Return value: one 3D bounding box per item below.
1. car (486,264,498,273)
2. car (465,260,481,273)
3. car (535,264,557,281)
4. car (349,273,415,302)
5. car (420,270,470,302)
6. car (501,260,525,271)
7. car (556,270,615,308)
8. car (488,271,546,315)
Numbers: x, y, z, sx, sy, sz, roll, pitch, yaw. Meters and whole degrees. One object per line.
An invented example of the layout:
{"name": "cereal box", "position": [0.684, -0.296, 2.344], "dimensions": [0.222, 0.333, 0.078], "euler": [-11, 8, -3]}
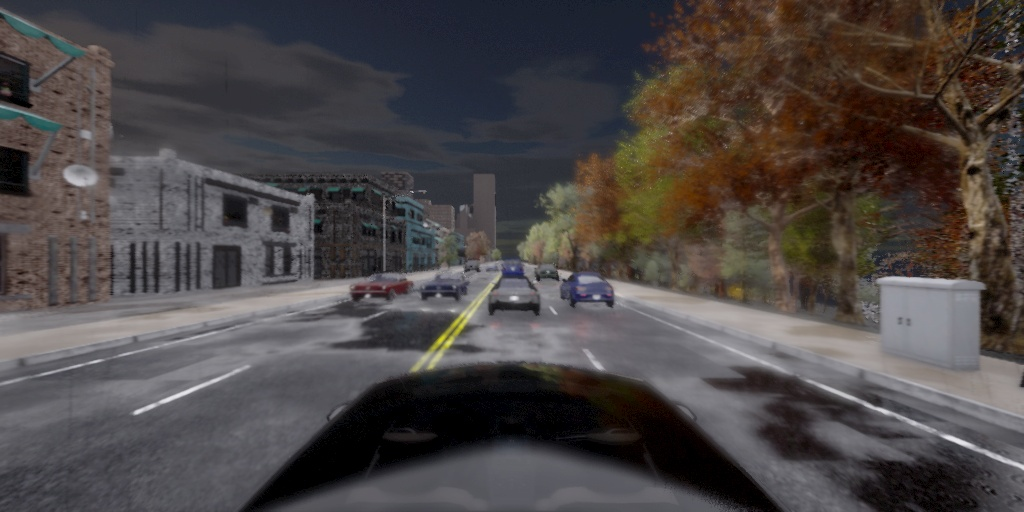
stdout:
{"name": "car", "position": [-3.280, 2.010, 60.023], "dimensions": [1.812, 1.442, 4.674], "euler": [0, -1, 1]}
{"name": "car", "position": [-6.526, 1.704, 59.967], "dimensions": [2.150, 2.045, 5.566], "euler": [0, -1, 1]}
{"name": "car", "position": [3.358, 1.529, 35.531], "dimensions": [2.097, 1.767, 4.553], "euler": [0, -1, 0]}
{"name": "car", "position": [-6.597, 1.564, 18.675], "dimensions": [1.895, 1.301, 4.718], "euler": [0, -1, 0]}
{"name": "car", "position": [-3.347, 1.564, 18.673], "dimensions": [1.895, 1.301, 4.718], "euler": [0, -1, 0]}
{"name": "car", "position": [0.110, 1.407, 36.233], "dimensions": [2.150, 2.045, 5.566], "euler": [0, -1, 0]}
{"name": "car", "position": [3.350, 1.461, 16.388], "dimensions": [1.812, 1.442, 4.674], "euler": [0, 0, 0]}
{"name": "car", "position": [0.100, 1.476, 14.560], "dimensions": [1.994, 1.385, 4.181], "euler": [0, -1, 0]}
